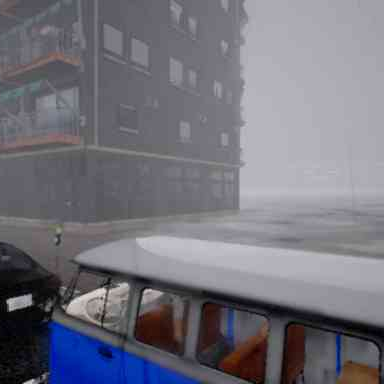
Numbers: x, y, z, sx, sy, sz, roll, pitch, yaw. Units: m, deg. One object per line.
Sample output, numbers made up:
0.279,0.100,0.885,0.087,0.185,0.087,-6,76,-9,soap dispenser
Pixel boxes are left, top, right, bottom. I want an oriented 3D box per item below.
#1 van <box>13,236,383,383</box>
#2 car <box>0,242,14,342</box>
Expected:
0.558,1.337,2.479,3.998,1.788,1.690,0,0,35,van
-4.033,1.533,5.751,4.313,1.339,1.947,0,0,35,car
